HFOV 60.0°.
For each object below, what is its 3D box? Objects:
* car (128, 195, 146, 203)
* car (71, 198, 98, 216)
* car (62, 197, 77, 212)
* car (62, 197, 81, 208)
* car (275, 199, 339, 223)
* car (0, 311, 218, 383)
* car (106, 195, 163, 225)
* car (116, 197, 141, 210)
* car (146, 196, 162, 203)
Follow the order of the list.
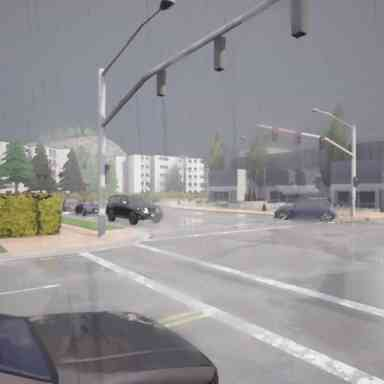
[{"bbox_3d":[-11.290,1.468,68.931,1.882,1.535,5.008,0,0,14],"label":"car"},{"bbox_3d":[-9.923,1.561,32.145,1.994,1.385,4.181,0,0,-34],"label":"car"},{"bbox_3d":[-14.395,1.522,39.718,1.812,1.442,4.674,0,0,-24],"label":"car"},{"bbox_3d":[-17.810,1.487,49.333,2.128,1.511,4.902,0,0,-13],"label":"car"},{"bbox_3d":[8.741,1.345,25.605,4.553,1.767,2.097,0,-1,31],"label":"car"},{"bbox_3d":[-2.305,1.548,2.121,5.357,1.411,2.033,0,0,-35],"label":"car"},{"bbox_3d":[-4.385,1.218,24.540,2.150,2.045,5.566,0,0,-39],"label":"car"},{"bbox_3d":[-8.415,1.485,43.607,2.128,1.511,4.902,0,0,-25],"label":"car"},{"bbox_3d":[-7.796,1.553,68.631,1.994,1.385,4.181,0,0,10],"label":"car"}]
